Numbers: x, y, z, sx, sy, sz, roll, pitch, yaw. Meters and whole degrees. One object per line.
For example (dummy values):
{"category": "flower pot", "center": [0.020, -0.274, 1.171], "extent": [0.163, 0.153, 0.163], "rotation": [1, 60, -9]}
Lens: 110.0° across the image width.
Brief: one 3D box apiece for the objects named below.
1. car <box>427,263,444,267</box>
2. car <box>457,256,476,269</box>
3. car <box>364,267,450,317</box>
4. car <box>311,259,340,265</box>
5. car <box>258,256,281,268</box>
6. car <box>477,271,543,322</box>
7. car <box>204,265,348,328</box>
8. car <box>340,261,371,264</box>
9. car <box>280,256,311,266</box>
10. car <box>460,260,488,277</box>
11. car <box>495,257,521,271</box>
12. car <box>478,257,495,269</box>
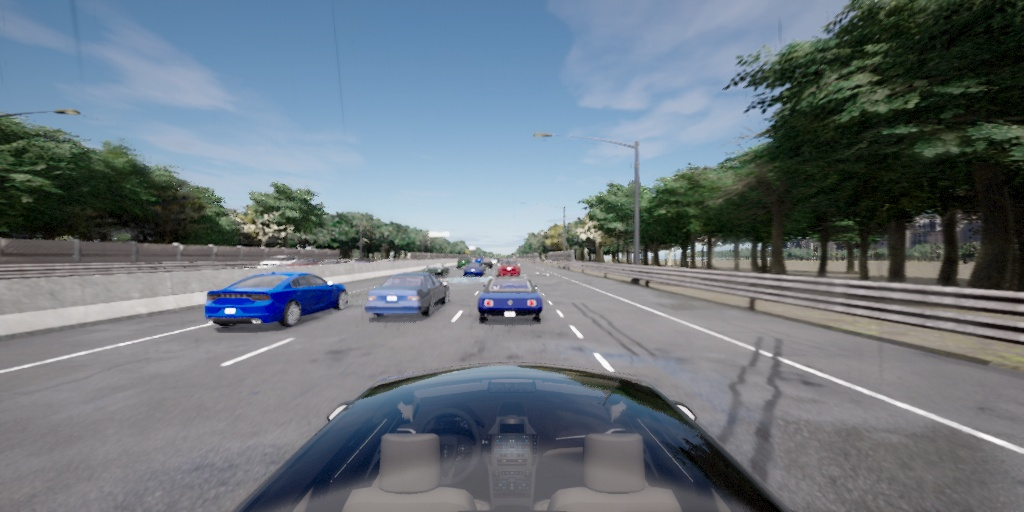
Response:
{"category": "car", "center": [-7.299, 1.384, 35.227], "extent": [1.895, 1.301, 4.718], "rotation": [0, 0, -1]}
{"category": "car", "center": [-7.556, 1.057, 58.209], "extent": [2.150, 2.045, 5.566], "rotation": [0, 0, -1]}
{"category": "car", "center": [-3.577, 1.302, 13.131], "extent": [2.033, 1.411, 5.357], "rotation": [0, 0, -1]}
{"category": "car", "center": [-21.452, 1.286, 42.806], "extent": [1.837, 1.490, 4.892], "rotation": [0, 0, 0]}
{"category": "car", "center": [-28.445, 0.993, 44.029], "extent": [2.150, 2.045, 5.566], "rotation": [0, 0, 0]}
{"category": "car", "center": [-0.068, 1.359, 12.321], "extent": [1.895, 1.301, 4.718], "rotation": [0, 0, -1]}
{"category": "car", "center": [-7.062, 1.226, 11.434], "extent": [1.882, 1.535, 5.008], "rotation": [0, 0, 0]}
{"category": "car", "center": [-17.954, 1.333, 42.864], "extent": [2.033, 1.411, 5.357], "rotation": [0, 0, 0]}
{"category": "car", "center": [-24.949, 1.129, 42.878], "extent": [2.097, 1.767, 4.553], "rotation": [0, 0, 0]}
{"category": "car", "center": [-3.819, 1.355, 36.921], "extent": [1.994, 1.385, 4.181], "rotation": [0, 0, -1]}
{"category": "car", "center": [-0.280, 1.140, 33.491], "extent": [2.097, 1.767, 4.553], "rotation": [0, 0, -1]}
{"category": "car", "center": [-4.054, 1.318, 58.174], "extent": [1.882, 1.535, 5.008], "rotation": [0, 0, -1]}
